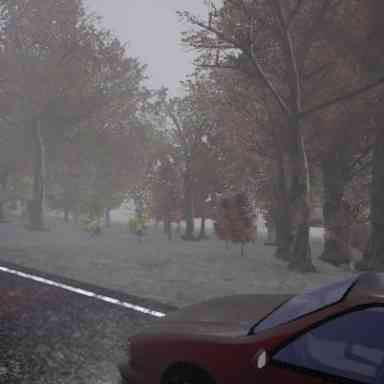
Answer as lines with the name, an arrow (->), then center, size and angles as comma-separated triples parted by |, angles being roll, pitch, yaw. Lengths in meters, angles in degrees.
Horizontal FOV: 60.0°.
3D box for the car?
car -> 1.858, 1.400, 2.595 | 5.357, 1.411, 2.033 | -3, -2, 35
